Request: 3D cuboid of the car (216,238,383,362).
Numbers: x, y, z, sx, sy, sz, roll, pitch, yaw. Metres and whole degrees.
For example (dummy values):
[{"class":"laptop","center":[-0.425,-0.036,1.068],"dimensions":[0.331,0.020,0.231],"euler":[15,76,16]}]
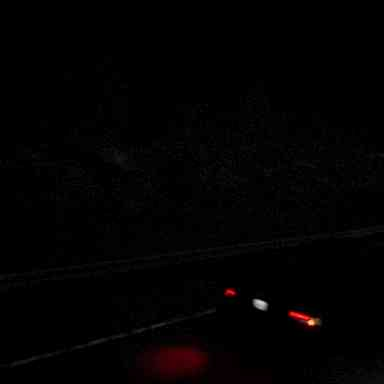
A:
[{"class":"car","center":[2.914,1.565,5.969],"dimensions":[5.357,1.411,2.033],"euler":[0,0,-37]}]
